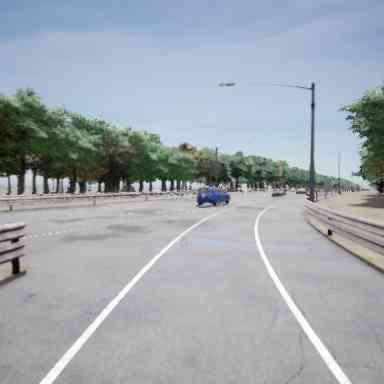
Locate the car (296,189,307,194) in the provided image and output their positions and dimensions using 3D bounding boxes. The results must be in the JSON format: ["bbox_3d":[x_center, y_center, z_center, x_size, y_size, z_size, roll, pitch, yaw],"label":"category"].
[{"bbox_3d":[28.399,-0.127,86.027,1.895,1.301,4.718,1,1,28],"label":"car"}]

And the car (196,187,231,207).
[{"bbox_3d":[2.453,0.508,37.240,2.150,2.045,5.566,1,2,28],"label":"car"}]

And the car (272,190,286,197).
[{"bbox_3d":[17.033,0.269,64.742,1.895,1.301,4.718,1,1,28],"label":"car"}]
